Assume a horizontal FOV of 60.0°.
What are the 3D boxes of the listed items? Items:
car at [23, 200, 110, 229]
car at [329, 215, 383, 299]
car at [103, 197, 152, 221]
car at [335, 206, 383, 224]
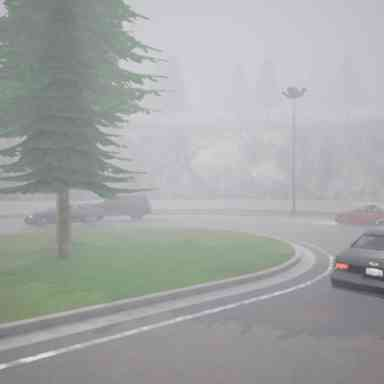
[{"bbox_3d":[-8.226,1.486,21.625,4.902,1.511,2.128,0,0,-28],"label":"car"},{"bbox_3d":[5.082,1.549,8.119,2.033,1.411,5.357,0,0,42],"label":"car"},{"bbox_3d":[-5.999,1.217,26.506,5.566,2.045,2.150,0,-1,-11],"label":"car"},{"bbox_3d":[11.506,1.568,21.632,1.994,1.385,4.181,0,0,-27],"label":"car"}]
